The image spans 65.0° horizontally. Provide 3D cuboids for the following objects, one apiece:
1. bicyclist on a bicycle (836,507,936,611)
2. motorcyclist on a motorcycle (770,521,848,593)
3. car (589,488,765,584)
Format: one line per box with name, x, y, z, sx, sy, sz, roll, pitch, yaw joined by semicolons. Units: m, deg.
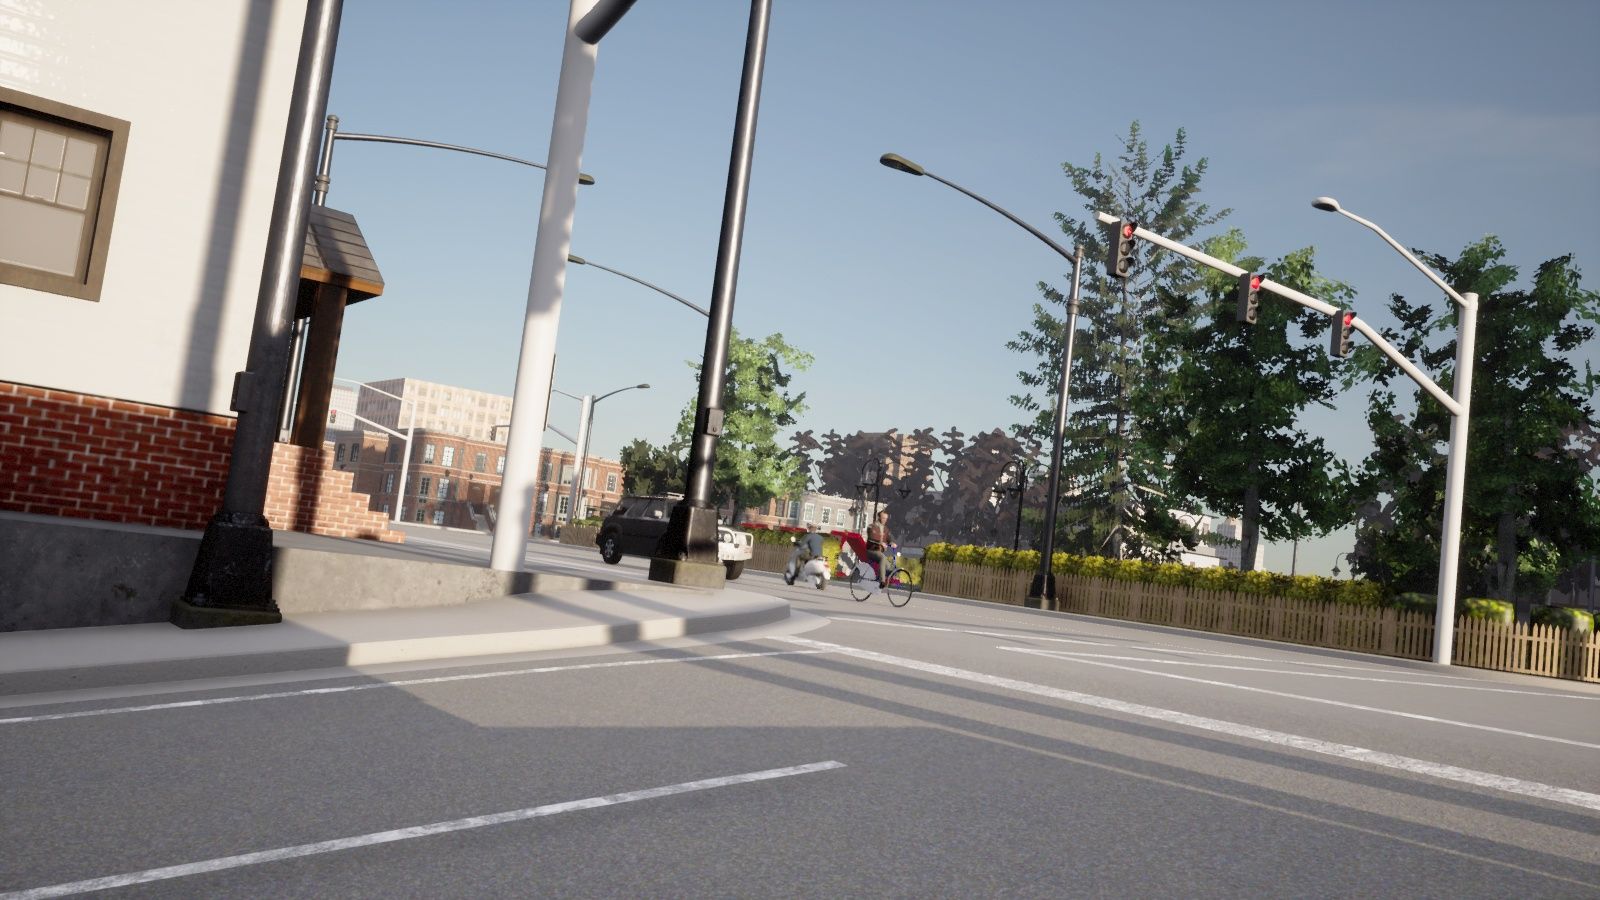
bicyclist on a bicycle;1.585;2.015;23.471;0.659;1.776;1.843;10;-6;-35
motorcyclist on a motorcycle;0.212;2.653;31.363;0.866;1.590;1.817;10;-6;-35
car;-3.023;2.003;29.971;1.932;1.855;4.605;10;-6;-35
